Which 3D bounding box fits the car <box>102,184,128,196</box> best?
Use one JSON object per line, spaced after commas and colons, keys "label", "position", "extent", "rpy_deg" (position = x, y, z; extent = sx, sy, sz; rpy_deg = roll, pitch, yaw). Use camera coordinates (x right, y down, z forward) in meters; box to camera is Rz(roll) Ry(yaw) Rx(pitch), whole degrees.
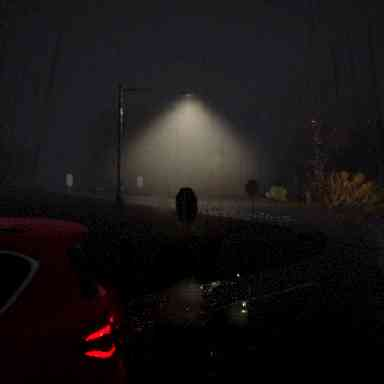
{"label": "car", "position": [-11.716, -0.402, 51.789], "extent": [2.097, 1.767, 4.553], "rpy_deg": [0, 2, -36]}

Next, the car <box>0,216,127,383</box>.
{"label": "car", "position": [-3.105, 1.227, 1.659], "extent": [5.566, 2.045, 2.150], "rpy_deg": [0, 0, -36]}

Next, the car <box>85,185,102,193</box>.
{"label": "car", "position": [-17.578, -0.530, 59.939], "extent": [2.033, 1.411, 5.357], "rpy_deg": [0, 2, -36]}
